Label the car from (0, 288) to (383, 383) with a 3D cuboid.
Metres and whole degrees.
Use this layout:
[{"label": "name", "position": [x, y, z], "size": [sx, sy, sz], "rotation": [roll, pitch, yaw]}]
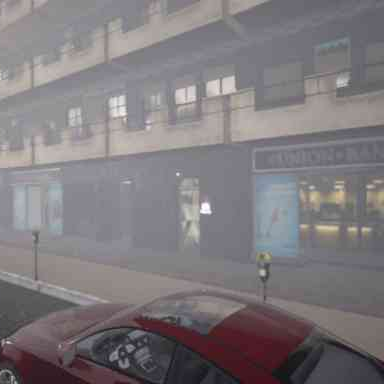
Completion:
[{"label": "car", "position": [-0.116, 1.582, 2.972], "size": [4.206, 1.307, 1.802], "rotation": [0, -1, 36]}]
